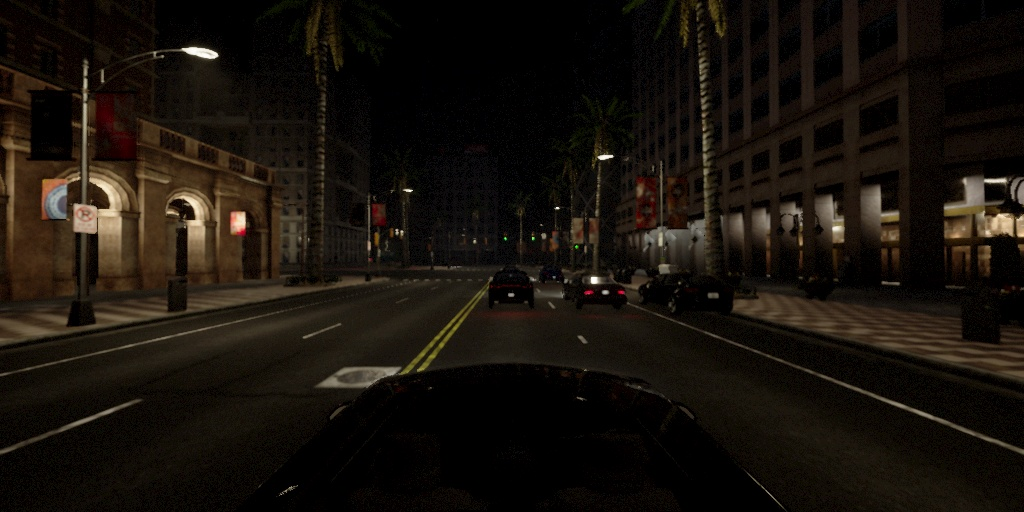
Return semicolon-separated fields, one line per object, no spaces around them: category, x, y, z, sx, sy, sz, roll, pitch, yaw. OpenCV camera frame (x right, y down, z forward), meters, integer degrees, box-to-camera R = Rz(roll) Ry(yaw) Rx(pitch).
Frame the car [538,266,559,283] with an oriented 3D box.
car;3.402;1.554;31.229;1.812;1.442;4.674;0;0;0

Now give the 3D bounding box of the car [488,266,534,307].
car;-0.032;1.365;16.306;1.882;1.535;5.008;0;0;0

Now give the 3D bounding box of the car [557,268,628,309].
car;3.465;1.430;15.840;2.033;1.411;5.357;0;-1;0
